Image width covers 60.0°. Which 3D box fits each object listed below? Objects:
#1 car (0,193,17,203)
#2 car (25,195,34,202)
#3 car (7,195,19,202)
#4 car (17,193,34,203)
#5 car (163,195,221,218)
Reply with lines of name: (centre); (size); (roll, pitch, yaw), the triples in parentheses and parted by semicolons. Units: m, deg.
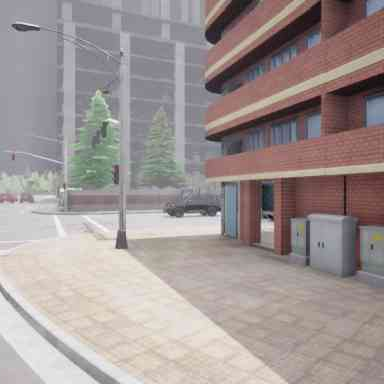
car: (-37.966, 1.225, 68.479); (2.150, 2.045, 5.566); (0, 0, -23)
car: (-38.721, 1.524, 79.253); (1.812, 1.442, 4.674); (0, 0, -23)
car: (-42.107, 1.540, 78.274); (2.033, 1.411, 5.357); (0, 0, -23)
car: (-34.599, 1.225, 69.503); (2.150, 2.045, 5.566); (0, 0, -23)
car: (0.124, 1.277, 31.329); (5.566, 2.045, 2.150); (0, 0, -22)
